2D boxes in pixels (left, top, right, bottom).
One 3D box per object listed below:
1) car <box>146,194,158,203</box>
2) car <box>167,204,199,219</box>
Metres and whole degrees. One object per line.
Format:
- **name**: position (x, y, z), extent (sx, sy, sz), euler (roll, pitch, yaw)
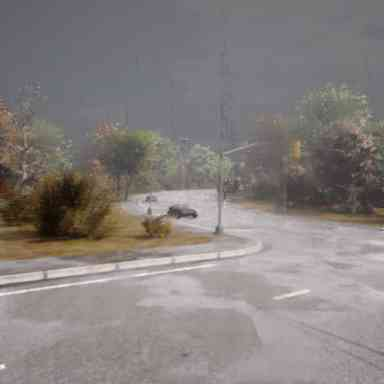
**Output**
- **car**: position (-7.024, 1.112, 57.866), extent (1.994, 1.385, 4.181), euler (2, 2, -9)
- **car**: position (-1.032, 1.926, 34.144), extent (2.033, 1.411, 5.357), euler (2, 0, -20)
